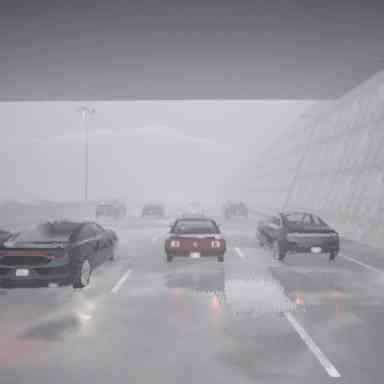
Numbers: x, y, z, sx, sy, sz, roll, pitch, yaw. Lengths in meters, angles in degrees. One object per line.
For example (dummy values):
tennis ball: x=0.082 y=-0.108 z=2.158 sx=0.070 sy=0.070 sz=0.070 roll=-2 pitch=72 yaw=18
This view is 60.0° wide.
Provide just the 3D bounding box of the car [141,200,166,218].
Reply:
car: x=-3.394 y=1.461 z=29.707 sx=1.812 sy=1.442 sz=4.674 roll=0 pitch=0 yaw=0

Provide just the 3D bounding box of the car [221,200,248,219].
car: x=3.619 y=1.430 z=28.653 sx=2.128 sy=1.511 sz=4.902 roll=0 pitch=0 yaw=0

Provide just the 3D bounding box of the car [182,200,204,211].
car: x=0.106 y=1.462 z=29.702 sx=1.812 sy=1.442 sz=4.674 roll=0 pitch=0 yaw=0

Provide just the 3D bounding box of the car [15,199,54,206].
car: x=-17.562 y=1.464 z=38.166 sx=2.033 sy=1.411 sz=5.357 roll=0 pitch=0 yaw=0

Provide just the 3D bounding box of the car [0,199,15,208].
car: x=-21.060 y=1.481 z=37.899 sx=1.994 sy=1.385 sz=4.181 roll=0 pitch=0 yaw=0

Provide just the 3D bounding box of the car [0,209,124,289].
car: x=-3.399 y=1.457 z=9.142 sx=1.882 sy=1.535 sz=5.008 roll=0 pitch=0 yaw=0

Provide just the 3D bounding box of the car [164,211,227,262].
car: x=0.103 y=1.575 z=12.063 sx=1.895 sy=1.301 sz=4.718 roll=0 pitch=0 yaw=0

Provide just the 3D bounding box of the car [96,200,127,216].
car: x=-6.881 y=1.429 z=28.651 sx=2.128 sy=1.511 sz=4.902 roll=0 pitch=0 yaw=0

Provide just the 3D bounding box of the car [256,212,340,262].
car: x=3.603 y=1.466 z=12.076 sx=2.128 sy=1.511 sz=4.902 roll=0 pitch=0 yaw=0
